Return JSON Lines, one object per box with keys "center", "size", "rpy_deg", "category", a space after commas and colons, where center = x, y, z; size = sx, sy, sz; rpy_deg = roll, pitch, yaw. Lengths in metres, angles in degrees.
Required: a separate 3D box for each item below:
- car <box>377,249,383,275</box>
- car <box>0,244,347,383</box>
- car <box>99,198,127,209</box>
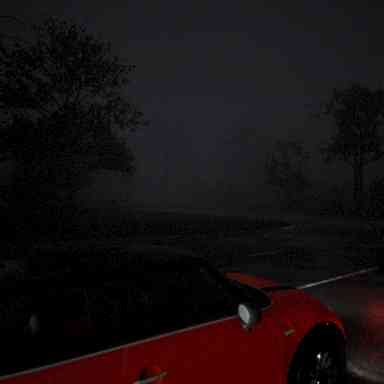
{"center": [6.788, 1.601, 8.550], "size": [4.718, 1.301, 1.895], "rpy_deg": [0, 0, -36], "category": "car"}
{"center": [-0.418, 1.352, 3.421], "size": [4.553, 1.767, 2.097], "rpy_deg": [0, 0, -35], "category": "car"}
{"center": [-11.104, 1.610, 46.540], "size": [4.902, 1.511, 2.128], "rpy_deg": [-1, 0, 40], "category": "car"}
